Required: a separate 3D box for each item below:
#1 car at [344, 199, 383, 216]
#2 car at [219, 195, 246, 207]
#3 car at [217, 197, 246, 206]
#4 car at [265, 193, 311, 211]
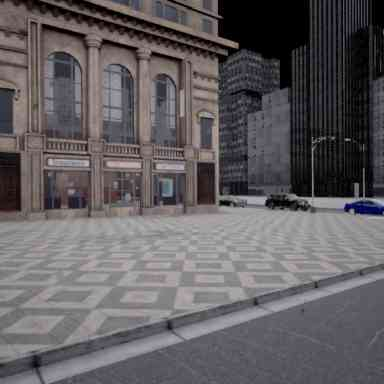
[{"bbox_3d":[16.680,1.426,30.701,1.882,1.535,5.008,-1,1,-35],"label":"car"},{"bbox_3d":[5.539,1.244,47.203,2.097,1.767,4.553,-1,0,-34],"label":"car"},{"bbox_3d":[6.123,1.454,52.026,1.895,1.301,4.718,-1,0,-34],"label":"car"},{"bbox_3d":[11.110,1.142,38.938,2.150,2.045,5.566,-1,0,-34],"label":"car"}]
